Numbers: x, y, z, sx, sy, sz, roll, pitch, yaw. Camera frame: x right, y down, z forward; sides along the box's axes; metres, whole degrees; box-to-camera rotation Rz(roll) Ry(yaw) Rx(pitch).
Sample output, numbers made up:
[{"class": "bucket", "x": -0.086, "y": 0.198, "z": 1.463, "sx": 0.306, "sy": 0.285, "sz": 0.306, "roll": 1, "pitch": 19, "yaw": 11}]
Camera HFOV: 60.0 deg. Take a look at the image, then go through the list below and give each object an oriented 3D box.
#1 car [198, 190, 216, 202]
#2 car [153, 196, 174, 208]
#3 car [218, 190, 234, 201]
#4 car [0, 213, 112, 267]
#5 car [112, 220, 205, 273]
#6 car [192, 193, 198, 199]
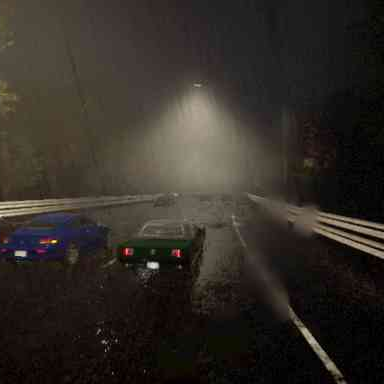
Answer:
[{"class": "car", "x": 2.845, "y": 0.865, "z": 63.415, "sx": 2.097, "sy": 1.767, "sz": 4.553, "roll": 1, "pitch": 1, "yaw": 8}, {"class": "car", "x": -3.510, "y": 1.171, "z": 42.180, "sx": 1.812, "sy": 1.442, "sz": 4.674, "roll": 1, "pitch": 0, "yaw": 8}, {"class": "car", "x": 7.140, "y": 0.847, "z": 69.166, "sx": 2.097, "sy": 1.767, "sz": 4.553, "roll": 1, "pitch": 1, "yaw": 8}, {"class": "car", "x": -4.134, "y": 1.417, "z": 10.921, "sx": 1.812, "sy": 1.442, "sz": 4.674, "roll": 0, "pitch": 0, "yaw": 8}, {"class": "car", "x": -0.669, "y": 1.519, "z": 10.467, "sx": 1.895, "sy": 1.301, "sz": 4.718, "roll": 0, "pitch": 0, "yaw": 8}, {"class": "car", "x": 1.239, "y": 0.851, "z": 77.897, "sx": 1.882, "sy": 1.535, "sz": 5.008, "roll": 1, "pitch": 1, "yaw": 8}]
